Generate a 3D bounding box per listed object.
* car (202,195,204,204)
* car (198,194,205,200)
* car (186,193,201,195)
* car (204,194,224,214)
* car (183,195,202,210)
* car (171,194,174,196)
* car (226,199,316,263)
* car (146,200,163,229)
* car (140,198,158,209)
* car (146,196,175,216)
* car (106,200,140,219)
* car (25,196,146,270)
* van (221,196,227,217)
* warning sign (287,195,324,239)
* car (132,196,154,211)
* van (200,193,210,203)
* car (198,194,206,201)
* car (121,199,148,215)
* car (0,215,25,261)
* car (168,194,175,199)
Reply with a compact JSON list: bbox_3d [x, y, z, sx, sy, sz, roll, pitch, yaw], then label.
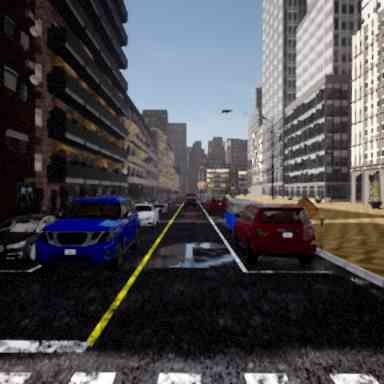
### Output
[{"bbox_3d":[2.616,1.444,44.828,1.887,1.381,4.507,0,0,0],"label":"car"},{"bbox_3d":[2.545,1.376,89.210,1.752,1.417,4.829,0,0,0],"label":"car"},{"bbox_3d":[-0.078,1.105,50.886,2.150,2.045,5.566,0,0,0],"label":"car"},{"bbox_3d":[2.634,1.233,33.773,2.192,1.841,5.009,0,0,0],"label":"car"},{"bbox_3d":[-0.063,1.405,40.439,1.837,1.490,4.892,0,0,0],"label":"car"},{"bbox_3d":[-5.826,1.379,83.500,1.887,1.381,4.507,0,0,0],"label":"car"},{"bbox_3d":[2.670,1.280,11.667,2.192,1.841,5.009,0,0,0],"label":"car"},{"bbox_3d":[-3.122,1.455,21.094,1.812,1.442,4.674,0,0,0],"label":"car"},{"bbox_3d":[-5.764,1.461,44.815,1.802,1.307,4.206,0,0,0],"label":"car"},{"bbox_3d":[-3.119,1.399,31.913,2.128,1.511,4.902,0,0,0],"label":"car"},{"bbox_3d":[-5.737,1.459,28.234,2.008,1.369,4.403,0,0,0],"label":"car"},{"bbox_3d":[-3.119,1.174,11.262,2.150,2.045,5.566,0,0,0],"label":"car"},{"bbox_3d":[2.660,1.293,17.193,1.690,1.788,3.998,0,0,0],"label":"van"},{"bbox_3d":[5.051,1.078,14.927,1.300,1.860,1.060,0,0,0],"label":"warning sign"},{"bbox_3d":[-5.755,1.329,39.287,1.967,1.590,4.097,0,0,0],"label":"car"},{"bbox_3d":[2.580,1.209,66.933,1.690,1.788,3.998,0,0,0],"label":"van"},{"bbox_3d":[2.554,1.294,83.513,1.967,1.590,4.097,0,0,0],"label":"car"},{"bbox_3d":[-5.746,1.443,33.760,1.887,1.381,4.507,0,0,0],"label":"car"},{"bbox_3d":[-5.710,1.496,11.654,2.008,1.369,4.403,0,0,0],"label":"car"},{"bbox_3d":[-5.844,1.353,94.384,1.752,1.417,4.829,0,0,0],"label":"car"}]
